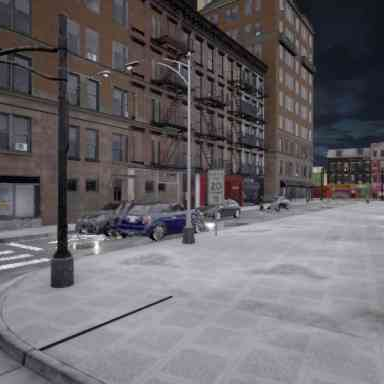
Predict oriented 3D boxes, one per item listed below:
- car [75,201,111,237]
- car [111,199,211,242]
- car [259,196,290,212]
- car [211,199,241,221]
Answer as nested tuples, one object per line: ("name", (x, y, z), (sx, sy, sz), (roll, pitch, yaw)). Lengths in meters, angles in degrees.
("car", (-3.727, 1.218, 17.331), (2.097, 1.767, 4.553), (0, 1, 37))
("car", (-1.315, 1.225, 16.004), (2.097, 1.767, 4.553), (0, 1, 36))
("car", (8.620, 1.211, 34.441), (2.128, 1.511, 4.902), (0, 0, 36))
("car", (2.008, 1.300, 25.260), (1.837, 1.490, 4.892), (0, 1, 36))
